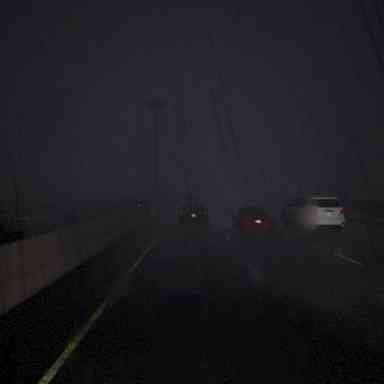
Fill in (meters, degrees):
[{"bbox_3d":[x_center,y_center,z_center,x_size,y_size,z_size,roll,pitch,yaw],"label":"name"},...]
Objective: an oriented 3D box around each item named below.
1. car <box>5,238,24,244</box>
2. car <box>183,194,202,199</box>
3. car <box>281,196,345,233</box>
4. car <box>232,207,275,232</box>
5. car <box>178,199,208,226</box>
[{"bbox_3d":[-7.098,1.606,9.994,1.895,1.301,4.718,0,0,0],"label":"car"},{"bbox_3d":[0.096,1.242,42.374,2.150,2.045,5.566,0,0,-1],"label":"car"},{"bbox_3d":[7.093,1.231,20.029,2.150,2.045,5.566,0,0,0],"label":"car"},{"bbox_3d":[3.605,1.573,20.059,1.994,1.385,4.181,0,0,0],"label":"car"},{"bbox_3d":[0.106,1.515,23.329,2.163,1.488,4.792,0,0,0],"label":"car"}]
